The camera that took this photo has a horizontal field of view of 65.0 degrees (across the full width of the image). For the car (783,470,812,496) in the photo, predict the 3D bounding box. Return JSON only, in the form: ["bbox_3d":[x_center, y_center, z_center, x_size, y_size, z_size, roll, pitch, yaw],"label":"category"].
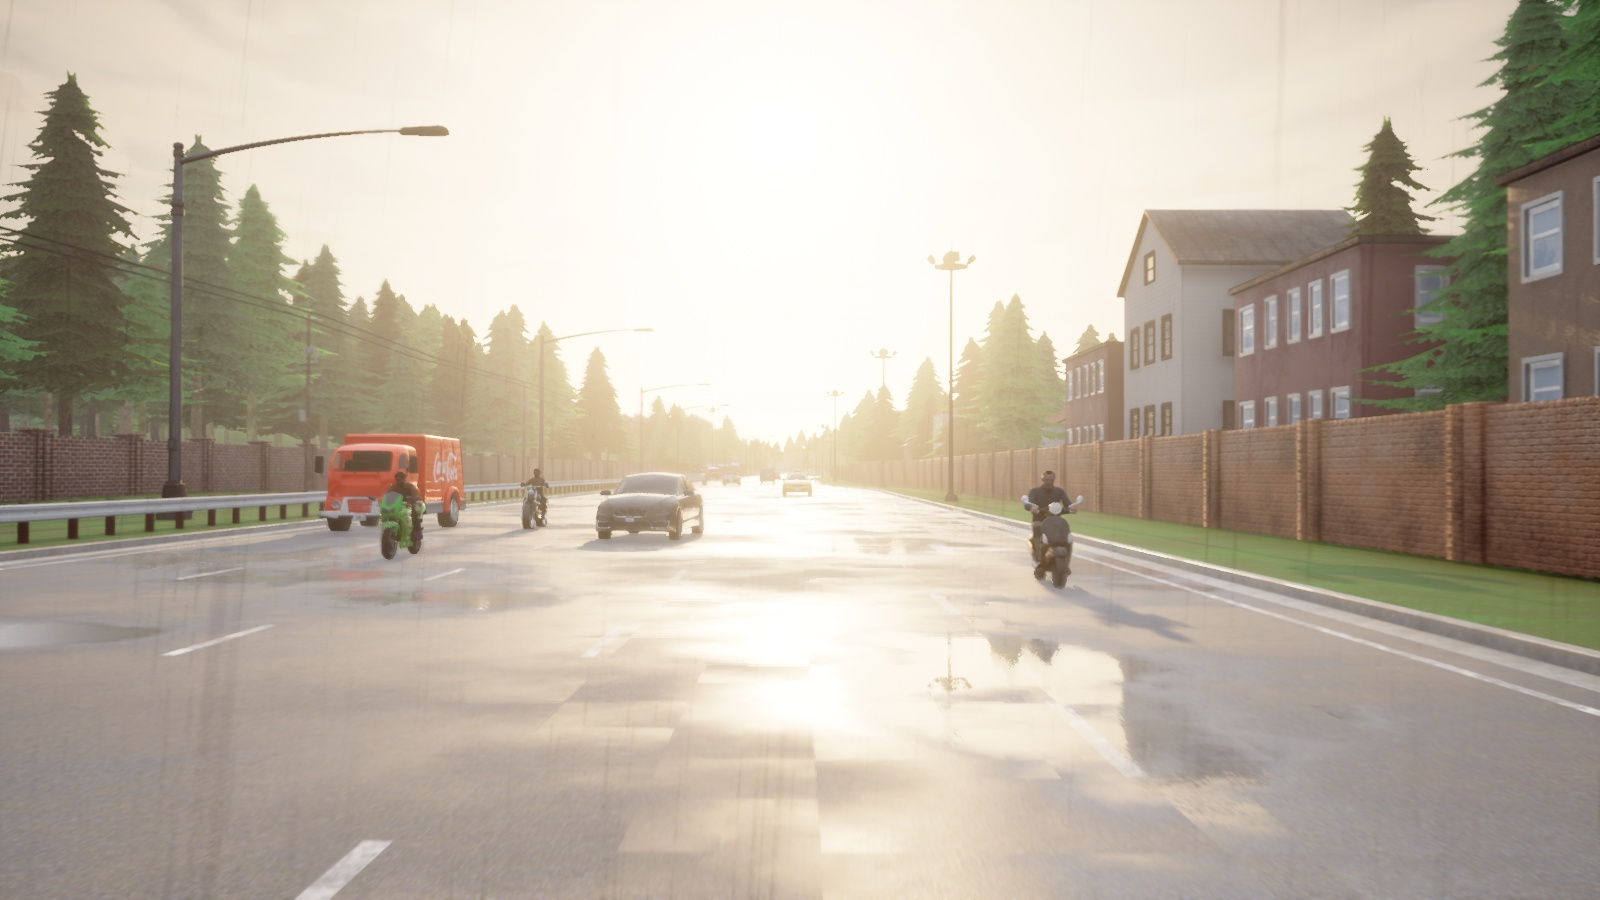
[{"bbox_3d":[-0.153,2.077,79.039,1.801,1.575,5.366,0,-1,0],"label":"car"}]

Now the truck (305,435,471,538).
[{"bbox_3d":[-10.565,0.919,32.752,2.627,2.467,5.204,0,-1,0],"label":"truck"}]

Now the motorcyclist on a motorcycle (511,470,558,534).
[{"bbox_3d":[-7.065,1.355,33.545,0.766,1.649,2.350,0,-1,0],"label":"motorcyclist on a motorcycle"}]

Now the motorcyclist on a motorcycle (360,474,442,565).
[{"bbox_3d":[-7.043,1.198,22.267,0.797,1.523,2.044,0,-1,0],"label":"motorcyclist on a motorcycle"}]

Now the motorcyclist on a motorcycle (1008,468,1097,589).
[{"bbox_3d":[3.466,1.045,17.405,0.866,1.590,1.817,0,-1,0],"label":"motorcyclist on a motorcycle"}]

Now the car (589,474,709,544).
[{"bbox_3d":[-3.447,1.329,29.584,1.837,1.490,4.892,-1,-1,5],"label":"car"}]
